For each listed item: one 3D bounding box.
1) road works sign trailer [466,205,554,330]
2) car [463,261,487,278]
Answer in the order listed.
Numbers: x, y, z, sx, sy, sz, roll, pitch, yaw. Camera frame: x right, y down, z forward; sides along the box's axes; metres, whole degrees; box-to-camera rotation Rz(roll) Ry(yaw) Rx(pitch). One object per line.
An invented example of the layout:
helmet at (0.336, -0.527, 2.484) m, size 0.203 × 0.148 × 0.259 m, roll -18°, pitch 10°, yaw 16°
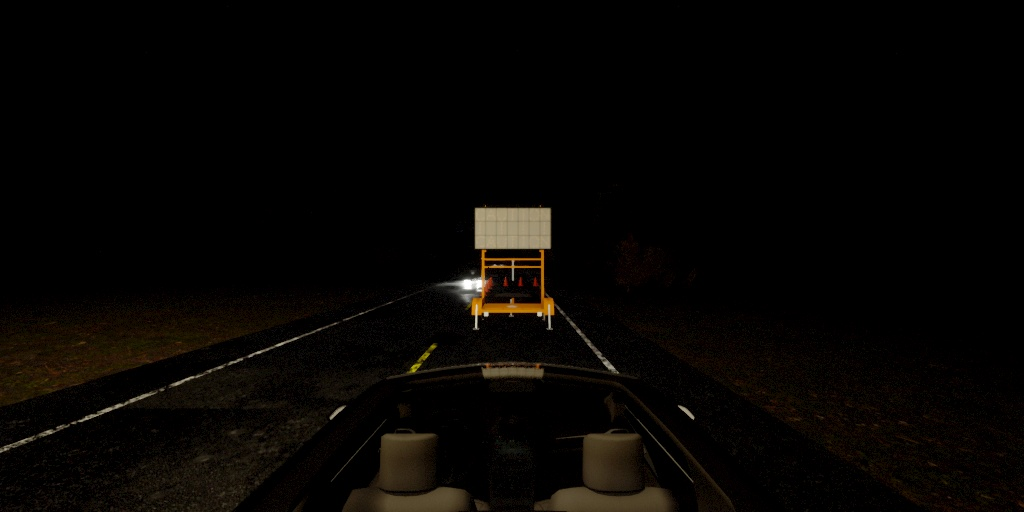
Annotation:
road works sign trailer at (0.028, 0.215, 11.140) m, size 2.380 × 3.560 × 2.880 m, roll 0°, pitch 0°, yaw 0°
car at (-3.402, 1.253, 33.672) m, size 2.128 × 1.511 × 4.902 m, roll 0°, pitch 0°, yaw 0°
